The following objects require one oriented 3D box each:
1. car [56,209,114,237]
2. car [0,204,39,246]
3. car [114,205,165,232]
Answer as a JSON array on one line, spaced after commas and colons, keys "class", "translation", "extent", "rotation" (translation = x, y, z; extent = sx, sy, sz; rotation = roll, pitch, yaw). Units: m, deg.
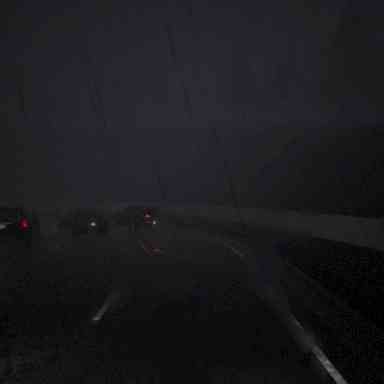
[{"class": "car", "translation": [-6.204, 1.625, 18.631], "extent": [1.994, 1.385, 4.181], "rotation": [0, 0, -34]}, {"class": "car", "translation": [-8.283, 1.402, 15.207], "extent": [2.097, 1.767, 4.553], "rotation": [0, 0, -21]}, {"class": "car", "translation": [-3.450, 1.569, 20.650], "extent": [1.837, 1.490, 4.892], "rotation": [1, -2, -35]}]
